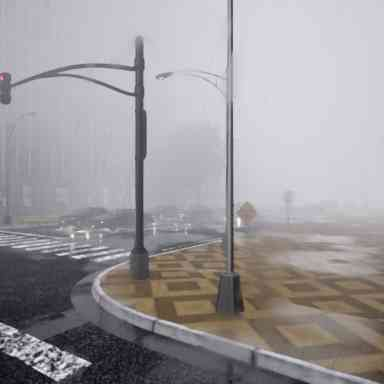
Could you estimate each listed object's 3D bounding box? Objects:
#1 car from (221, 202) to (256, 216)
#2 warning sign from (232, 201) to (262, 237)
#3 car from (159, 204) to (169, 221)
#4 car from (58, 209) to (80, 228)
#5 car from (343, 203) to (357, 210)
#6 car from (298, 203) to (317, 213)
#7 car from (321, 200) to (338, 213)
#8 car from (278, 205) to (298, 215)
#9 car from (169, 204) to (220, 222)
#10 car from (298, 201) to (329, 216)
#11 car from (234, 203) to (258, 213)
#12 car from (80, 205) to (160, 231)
[{"bbox_3d":[5.808,2.034,40.324,2.097,1.767,4.553,0,-1,33],"label":"car"},{"bbox_3d":[3.084,1.454,18.560,1.300,1.860,1.060,1,1,33],"label":"warning sign"},{"bbox_3d":[-2.832,1.987,32.891,1.837,1.490,4.892,0,-1,33],"label":"car"},{"bbox_3d":[-7.795,1.843,25.141,1.812,1.442,4.674,0,-1,31],"label":"car"},{"bbox_3d":[31.323,2.837,65.802,1.812,1.442,4.674,0,-1,33],"label":"car"},{"bbox_3d":[19.038,2.592,54.772,1.994,1.385,4.181,0,-1,33],"label":"car"},{"bbox_3d":[21.792,2.254,53.046,2.150,2.045,5.566,0,-1,33],"label":"car"},{"bbox_3d":[13.604,2.450,46.207,1.895,1.301,4.718,0,-1,33],"label":"car"},{"bbox_3d":[0.339,1.992,31.815,2.128,1.511,4.902,0,-1,33],"label":"car"},{"bbox_3d":[16.273,2.342,44.355,2.128,1.511,4.902,0,-1,33],"label":"car"},{"bbox_3d":[8.130,2.369,49.869,1.812,1.442,4.674,0,-1,32],"label":"car"},{"bbox_3d":[-4.923,1.874,23.612,2.033,1.411,5.357,0,-1,33],"label":"car"}]
